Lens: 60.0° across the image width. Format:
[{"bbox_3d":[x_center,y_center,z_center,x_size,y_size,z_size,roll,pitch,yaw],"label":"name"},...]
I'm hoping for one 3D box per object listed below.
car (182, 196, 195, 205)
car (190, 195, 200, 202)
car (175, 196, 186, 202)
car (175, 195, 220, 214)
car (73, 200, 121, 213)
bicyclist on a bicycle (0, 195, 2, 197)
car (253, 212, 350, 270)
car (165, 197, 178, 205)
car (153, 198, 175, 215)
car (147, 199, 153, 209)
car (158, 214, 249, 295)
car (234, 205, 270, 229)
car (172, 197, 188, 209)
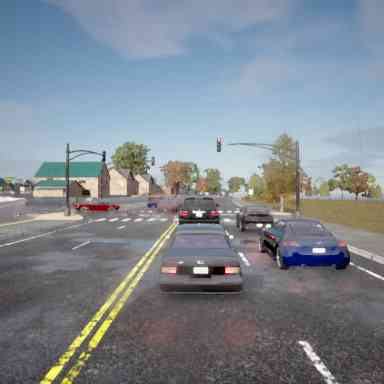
[{"bbox_3d":[-0.616,1.610,64.891,2.128,1.511,4.902,0,0,5],"label":"car"},{"bbox_3d":[0.686,1.511,79.807,2.097,1.767,4.553,0,0,5],"label":"car"},{"bbox_3d":[-2.667,1.702,78.838,2.033,1.411,5.357,0,0,5],"label":"car"},{"bbox_3d":[0.421,1.237,19.138,2.150,2.045,5.566,0,0,1],"label":"car"},{"bbox_3d":[-10.222,1.547,35.712,4.718,1.301,1.895,3,-1,-34],"label":"car"},{"bbox_3d":[-23.949,1.036,41.357,0.582,1.620,1.656,1,-1,16],"label":"bicyclist on a bicycle"},{"bbox_3d":[3.500,1.570,11.102,1.994,1.385,4.181,0,0,1],"label":"car"},{"bbox_3d":[-3.926,1.720,64.234,1.895,1.301,4.718,0,0,5],"label":"car"},{"bbox_3d":[-2.483,1.520,34.610,1.882,1.535,5.008,0,0,3],"label":"car"},{"bbox_3d":[-5.107,1.674,47.104,1.895,1.301,4.718,0,0,3],"label":"car"},{"bbox_3d":[0.204,1.553,8.891,2.033,1.411,5.357,0,0,1],"label":"car"},{"bbox_3d":[3.688,1.520,19.994,1.837,1.490,4.892,0,0,3],"label":"car"},{"bbox_3d":[-1.748,1.551,48.788,1.882,1.535,5.008,0,0,3],"label":"car"}]
